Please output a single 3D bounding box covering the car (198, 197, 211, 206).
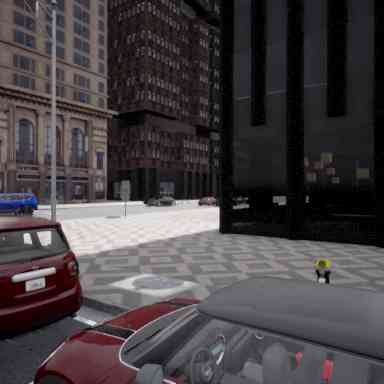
[{"bbox_3d":[2.809,1.440,51.807,1.994,1.385,4.181,0,0,37],"label":"car"}]

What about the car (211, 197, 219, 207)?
[{"bbox_3d":[5.222,1.396,49.587,1.837,1.490,4.892,0,0,36],"label":"car"}]

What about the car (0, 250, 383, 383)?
[{"bbox_3d":[0.540,1.440,2.572,4.097,1.590,1.967,0,0,35],"label":"car"}]

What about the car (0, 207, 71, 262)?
[{"bbox_3d":[-4.030,1.313,5.812,5.009,1.841,2.192,0,0,35],"label":"car"}]

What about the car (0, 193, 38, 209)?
[{"bbox_3d":[-16.834,1.158,30.008,2.150,2.045,5.566,0,1,34],"label":"car"}]

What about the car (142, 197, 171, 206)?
[{"bbox_3d":[-5.452,1.463,51.607,1.895,1.301,4.718,0,0,36],"label":"car"}]

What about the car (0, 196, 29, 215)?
[{"bbox_3d":[-18.846,1.275,32.772,2.097,1.767,4.553,0,0,35],"label":"car"}]

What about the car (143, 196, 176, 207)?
[{"bbox_3d":[-4.334,1.388,47.580,1.837,1.490,4.892,0,0,36],"label":"car"}]
